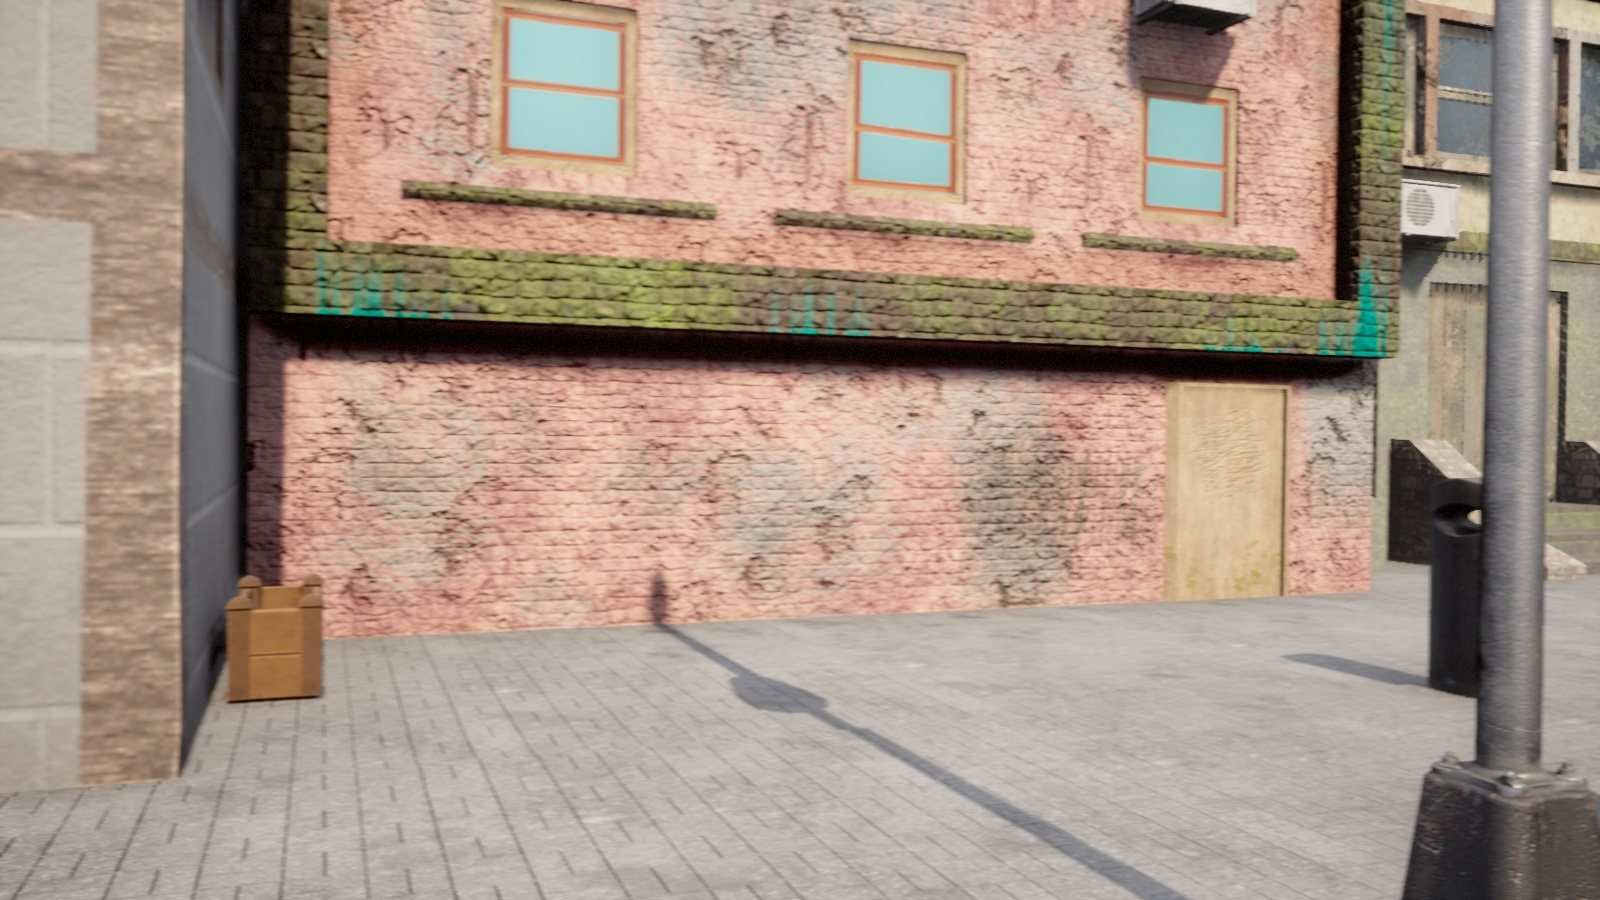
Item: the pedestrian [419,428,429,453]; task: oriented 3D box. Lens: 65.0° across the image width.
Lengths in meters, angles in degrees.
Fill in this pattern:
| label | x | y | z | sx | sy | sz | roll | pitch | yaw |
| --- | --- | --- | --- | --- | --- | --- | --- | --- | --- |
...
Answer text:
| label | x | y | z | sx | sy | sz | roll | pitch | yaw |
| --- | --- | --- | --- | --- | --- | --- | --- | --- | --- |
| pedestrian | -27.436 | -0.687 | 91.606 | 0.594 | 1.836 | 0.345 | -1 | 1 | -22 |
